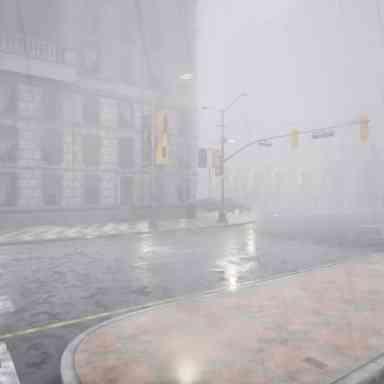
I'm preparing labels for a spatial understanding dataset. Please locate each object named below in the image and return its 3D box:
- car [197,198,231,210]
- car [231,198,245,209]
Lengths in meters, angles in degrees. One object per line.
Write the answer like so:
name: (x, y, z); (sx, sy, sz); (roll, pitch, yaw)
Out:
car: (2.205, 1.491, 42.583); (2.128, 1.511, 4.902); (0, 0, -36)
car: (5.068, 1.526, 44.597); (1.812, 1.442, 4.674); (0, 0, -36)
